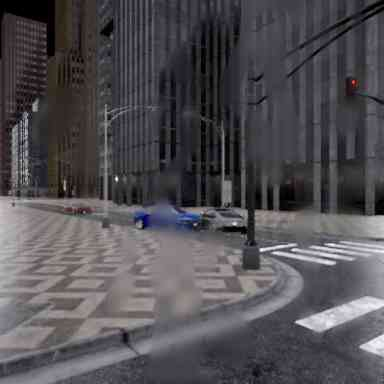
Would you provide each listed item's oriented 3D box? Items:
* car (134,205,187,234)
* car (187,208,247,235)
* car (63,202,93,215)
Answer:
[{"bbox_3d":[-1.560,1.542,20.118,1.882,1.535,5.008,-1,0,-44],"label":"car"},{"bbox_3d":[1.517,1.629,19.285,1.994,1.385,4.181,1,0,-20],"label":"car"},{"bbox_3d":[-12.004,1.720,34.991,1.895,1.301,4.718,0,0,-35],"label":"car"}]
